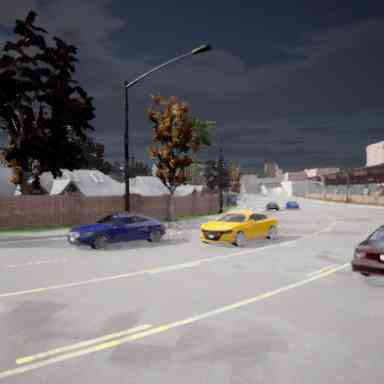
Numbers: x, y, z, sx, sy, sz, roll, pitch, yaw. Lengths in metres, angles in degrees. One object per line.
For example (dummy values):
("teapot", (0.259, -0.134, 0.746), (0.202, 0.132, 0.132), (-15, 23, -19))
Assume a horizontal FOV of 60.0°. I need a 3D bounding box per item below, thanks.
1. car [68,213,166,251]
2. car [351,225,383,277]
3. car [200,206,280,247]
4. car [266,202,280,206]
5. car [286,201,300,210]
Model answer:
("car", (-3.260, 1.697, 15.281), (4.674, 1.442, 1.812), (1, -1, -45))
("car", (6.347, 1.634, 9.757), (2.033, 1.411, 5.357), (-1, -1, 43))
("car", (2.424, 1.660, 16.238), (1.882, 1.535, 5.008), (0, -1, 40))
("car", (12.548, 2.303, 51.797), (2.033, 1.411, 5.357), (-1, -1, 10))
("car", (16.725, 2.241, 55.386), (1.882, 1.535, 5.008), (-1, -1, 10))
